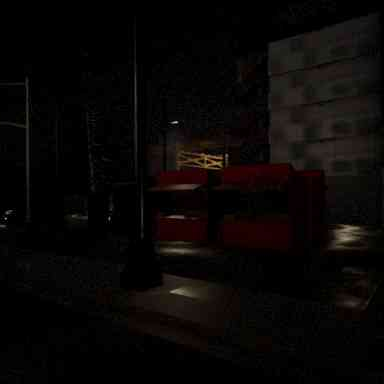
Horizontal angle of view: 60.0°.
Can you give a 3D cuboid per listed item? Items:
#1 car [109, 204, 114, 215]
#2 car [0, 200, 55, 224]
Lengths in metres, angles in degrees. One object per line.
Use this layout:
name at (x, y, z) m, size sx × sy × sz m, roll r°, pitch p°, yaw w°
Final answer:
car at (-7.147, 1.662, 34.109) m, size 1.812 × 1.442 × 4.674 m, roll -1°, pitch -1°, yaw 36°
car at (-12.861, 1.489, 26.262) m, size 2.097 × 1.767 × 4.553 m, roll -1°, pitch -1°, yaw 36°
